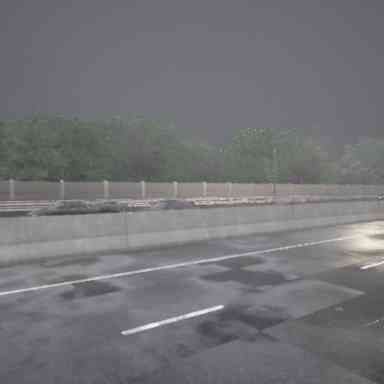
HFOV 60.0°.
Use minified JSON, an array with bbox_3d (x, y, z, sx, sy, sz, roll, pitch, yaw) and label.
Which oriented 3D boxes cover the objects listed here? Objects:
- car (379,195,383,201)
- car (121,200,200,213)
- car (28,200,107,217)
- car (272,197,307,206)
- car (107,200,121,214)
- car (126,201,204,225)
[{"bbox_3d":[35.532,0.979,59.813,4.553,1.767,2.097,0,0,-36],"label":"car"},{"bbox_3d":[-1.572,1.282,20.108,4.553,1.767,2.097,-1,0,-36],"label":"car"},{"bbox_3d":[-8.885,1.463,23.472,4.892,1.490,1.837,0,0,-36],"label":"car"},{"bbox_3d":[11.166,1.323,37.827,4.674,1.442,1.812,0,0,-35],"label":"car"},{"bbox_3d":[-7.804,1.422,28.560,4.902,1.511,2.128,0,0,-36],"label":"car"},{"bbox_3d":[-1.903,1.464,24.188,5.357,1.411,2.033,0,0,-36],"label":"car"}]
